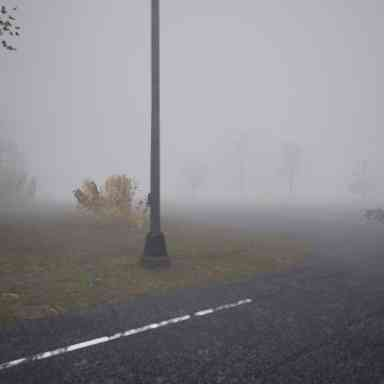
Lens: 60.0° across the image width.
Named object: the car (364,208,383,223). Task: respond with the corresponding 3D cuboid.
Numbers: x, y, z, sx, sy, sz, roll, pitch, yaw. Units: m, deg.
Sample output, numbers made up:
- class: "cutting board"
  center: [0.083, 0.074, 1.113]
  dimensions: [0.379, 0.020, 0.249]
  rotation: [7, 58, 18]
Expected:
- class: "car"
  center: [14.009, 1.459, 21.786]
  dimensions: [1.895, 1.301, 4.718]
  rotation: [-1, 1, -35]
